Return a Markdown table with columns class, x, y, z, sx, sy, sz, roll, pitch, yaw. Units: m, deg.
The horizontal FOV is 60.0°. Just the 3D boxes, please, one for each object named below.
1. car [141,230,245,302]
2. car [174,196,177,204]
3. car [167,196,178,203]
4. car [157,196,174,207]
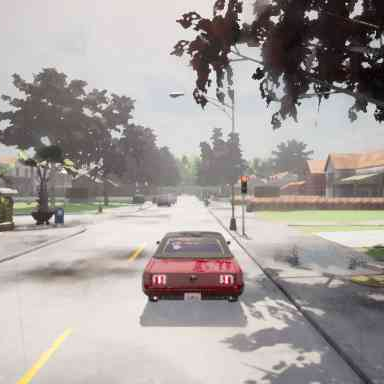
| class | x | y | z | sx | sy | sz | roll | pitch | yaw |
| --- | --- | --- | --- | --- | --- | --- | --- | --- | --- |
| car | 0.037 | 1.601 | 8.202 | 1.895 | 1.301 | 4.718 | 0 | 0 | 0 |
| car | -4.175 | 1.564 | 60.817 | 1.994 | 1.385 | 4.181 | 0 | 0 | 0 |
| car | -4.127 | 1.540 | 71.179 | 2.033 | 1.411 | 5.357 | 0 | 0 | 0 |
| car | -4.187 | 1.601 | 50.826 | 1.895 | 1.301 | 4.718 | 0 | 0 | 0 |
